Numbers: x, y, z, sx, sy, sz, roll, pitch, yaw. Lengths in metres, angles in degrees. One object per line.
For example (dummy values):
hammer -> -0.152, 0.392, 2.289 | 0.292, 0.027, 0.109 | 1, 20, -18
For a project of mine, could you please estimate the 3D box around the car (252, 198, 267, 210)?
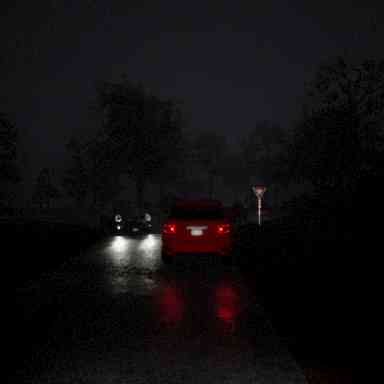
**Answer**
car -> 8.303, 1.498, 42.810 | 1.837, 1.490, 4.892 | 2, 0, 0

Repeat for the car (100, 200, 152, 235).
car -> -3.860, 1.348, 19.007 | 2.097, 1.767, 4.553 | 0, 0, -26

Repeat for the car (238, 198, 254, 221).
car -> 2.884, 1.473, 24.899 | 1.882, 1.535, 5.008 | 0, 0, 24

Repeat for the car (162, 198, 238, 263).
car -> 0.160, 1.222, 12.111 | 2.150, 2.045, 5.566 | 0, 0, 1
